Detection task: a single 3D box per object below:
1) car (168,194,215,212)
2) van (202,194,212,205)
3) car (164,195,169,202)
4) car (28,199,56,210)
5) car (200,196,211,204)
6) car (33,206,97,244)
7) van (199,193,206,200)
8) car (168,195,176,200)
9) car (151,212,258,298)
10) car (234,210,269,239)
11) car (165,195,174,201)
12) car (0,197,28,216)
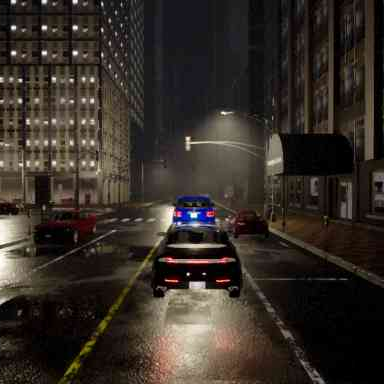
[{"bbox_3d":[0.093,1.218,18.417,2.150,2.045,5.566,0,0,0],"label":"car"},{"bbox_3d":[2.698,1.326,60.691,1.690,1.788,3.998,0,0,0],"label":"van"},{"bbox_3d":[-5.677,1.521,77.784,1.887,1.381,4.507,0,0,0],"label":"car"},{"bbox_3d":[-18.514,1.497,39.448,4.403,1.369,2.008,0,0,1],"label":"car"},{"bbox_3d":[2.700,1.533,66.388,2.008,1.369,4.403,0,0,0],"label":"car"},{"bbox_3d":[-5.822,1.542,15.724,1.887,1.381,4.507,0,0,0],"label":"car"},{"bbox_3d":[2.705,1.309,89.175,1.690,1.788,3.998,0,0,0],"label":"van"},{"bbox_3d":[-5.673,1.529,94.874,1.947,1.339,4.313,0,0,0],"label":"car"},{"bbox_3d":[0.101,1.490,8.498,2.128,1.511,4.902,0,0,0],"label":"car"},{"bbox_3d":[2.818,1.579,17.098,1.802,1.307,4.206,0,0,0],"label":"car"},{"bbox_3d":[-5.676,1.538,83.481,1.947,1.339,4.313,0,0,0],"label":"car"},{"bbox_3d":[-18.602,1.306,31.066,5.009,1.841,2.192,0,0,1],"label":"car"}]
